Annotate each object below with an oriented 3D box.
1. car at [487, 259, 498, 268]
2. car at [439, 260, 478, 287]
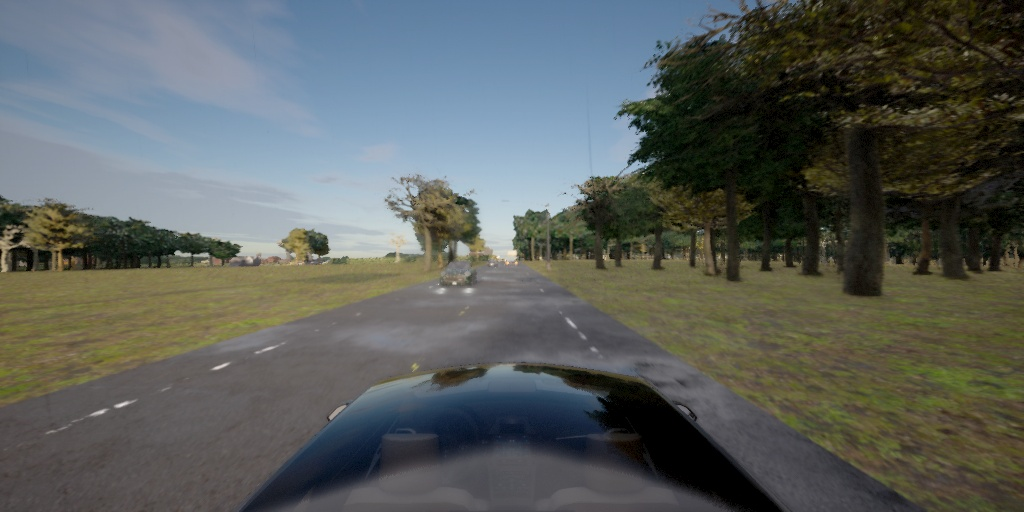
[{"bbox_3d":[-3.495,1.311,64.889,2.128,1.511,4.902,0,0,0],"label":"car"},{"bbox_3d":[-3.576,1.119,24.595,2.097,1.767,4.553,0,0,0],"label":"car"}]
